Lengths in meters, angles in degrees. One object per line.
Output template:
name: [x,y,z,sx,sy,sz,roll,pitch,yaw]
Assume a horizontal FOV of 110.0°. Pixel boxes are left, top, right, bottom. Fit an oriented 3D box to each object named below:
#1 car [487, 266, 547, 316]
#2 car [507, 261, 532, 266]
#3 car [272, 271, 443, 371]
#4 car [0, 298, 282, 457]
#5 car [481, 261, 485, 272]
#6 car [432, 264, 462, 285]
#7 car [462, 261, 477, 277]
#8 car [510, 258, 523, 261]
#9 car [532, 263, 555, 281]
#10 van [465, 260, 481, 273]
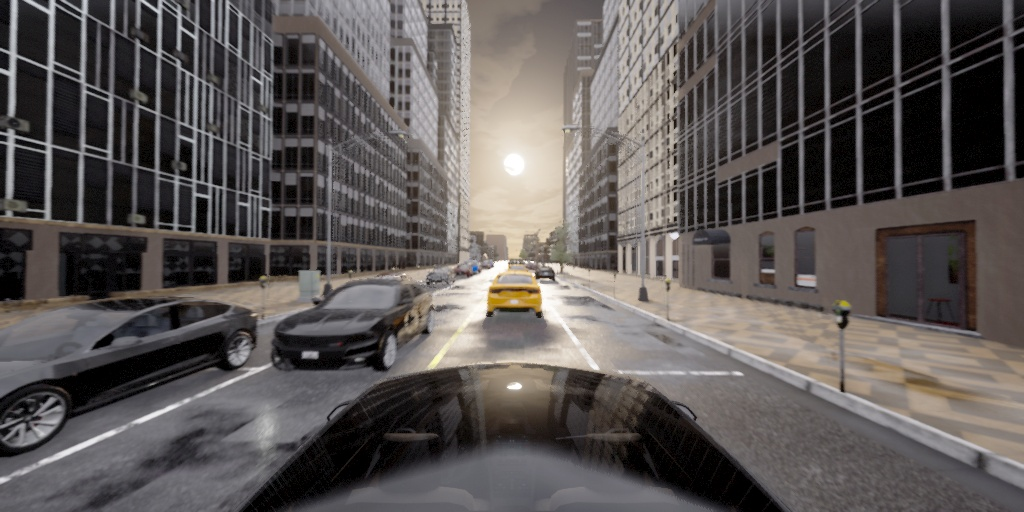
car: [0.112,1.327,13.867,1.882,1.535,5.008,0,-1,1]
car: [0.378,1.455,29.767,1.882,1.535,5.008,0,0,1]
car: [-3.060,1.264,7.990,1.882,1.535,5.008,0,0,1]
car: [-5.684,1.315,5.094,1.948,1.339,4.313,0,0,1]
car: [-5.190,1.693,50.628,1.802,1.307,4.207,0,0,1]
car: [-5.438,1.484,27.861,2.007,1.370,4.403,0,0,1]
car: [-5.314,1.568,39.244,1.888,1.381,4.507,0,0,1]
car: [0.561,1.329,46.420,2.150,2.045,5.566,0,0,1]
car: [3.004,1.585,33.448,1.948,1.339,4.313,0,0,1]
van: [-5.252,1.408,44.936,1.690,1.789,3.998,0,0,1]
